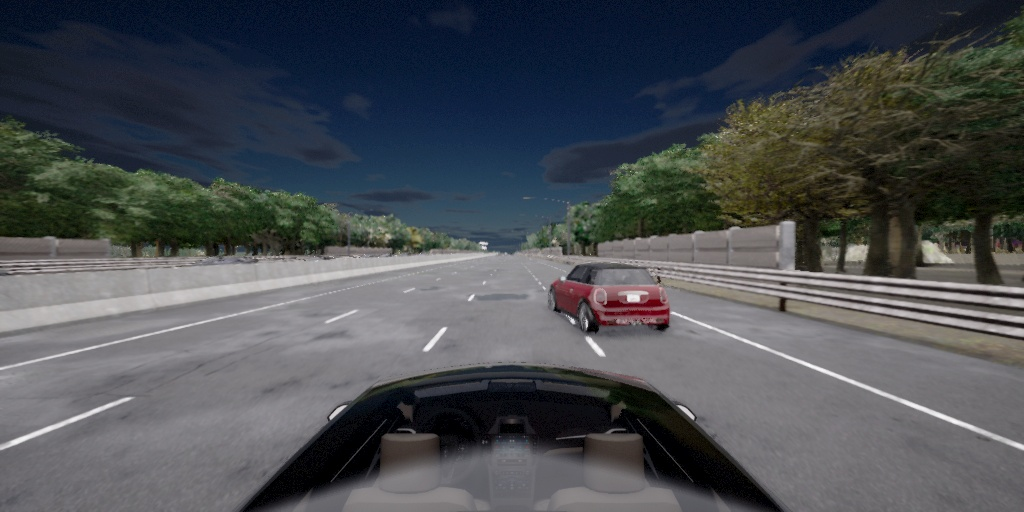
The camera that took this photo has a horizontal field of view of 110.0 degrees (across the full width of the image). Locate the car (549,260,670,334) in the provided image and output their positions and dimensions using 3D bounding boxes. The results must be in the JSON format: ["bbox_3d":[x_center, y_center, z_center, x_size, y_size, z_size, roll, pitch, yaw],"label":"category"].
[{"bbox_3d":[2.532,0.978,10.451,2.097,1.767,4.553,0,1,-8],"label":"car"}]

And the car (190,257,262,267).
[{"bbox_3d":[-21.053,0.884,27.019,2.128,1.511,4.902,0,1,0],"label":"car"}]

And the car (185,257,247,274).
[{"bbox_3d":[-28.004,0.849,34.135,1.837,1.490,4.892,0,1,0],"label":"car"}]

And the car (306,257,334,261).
[{"bbox_3d":[-17.520,0.831,32.441,1.837,1.490,4.892,0,0,0],"label":"car"}]

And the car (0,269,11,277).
[{"bbox_3d":[-24.589,1.051,14.867,2.128,1.511,4.902,0,1,0],"label":"car"}]
